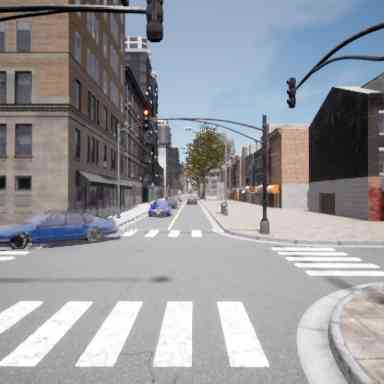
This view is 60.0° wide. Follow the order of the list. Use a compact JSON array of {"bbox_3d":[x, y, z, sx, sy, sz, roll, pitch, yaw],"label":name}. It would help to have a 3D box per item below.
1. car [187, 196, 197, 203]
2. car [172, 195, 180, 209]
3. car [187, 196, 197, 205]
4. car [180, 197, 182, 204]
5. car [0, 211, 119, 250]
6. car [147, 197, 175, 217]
[{"bbox_3d":[0.021,1.525,69.244,1.994,1.385,4.181,0,0,0],"label":"car"},{"bbox_3d":[-2.894,1.470,43.751,1.837,1.490,4.892,0,1,0],"label":"car"},{"bbox_3d":[0.028,1.510,58.962,2.033,1.411,5.357,0,0,1],"label":"car"},{"bbox_3d":[-2.821,1.292,60.070,1.812,1.442,4.674,0,0,0],"label":"car"},{"bbox_3d":[-5.879,1.528,14.413,5.357,1.411,2.033,0,0,-41],"label":"car"},{"bbox_3d":[-2.887,1.501,30.717,1.812,1.442,4.674,0,0,0],"label":"car"}]
